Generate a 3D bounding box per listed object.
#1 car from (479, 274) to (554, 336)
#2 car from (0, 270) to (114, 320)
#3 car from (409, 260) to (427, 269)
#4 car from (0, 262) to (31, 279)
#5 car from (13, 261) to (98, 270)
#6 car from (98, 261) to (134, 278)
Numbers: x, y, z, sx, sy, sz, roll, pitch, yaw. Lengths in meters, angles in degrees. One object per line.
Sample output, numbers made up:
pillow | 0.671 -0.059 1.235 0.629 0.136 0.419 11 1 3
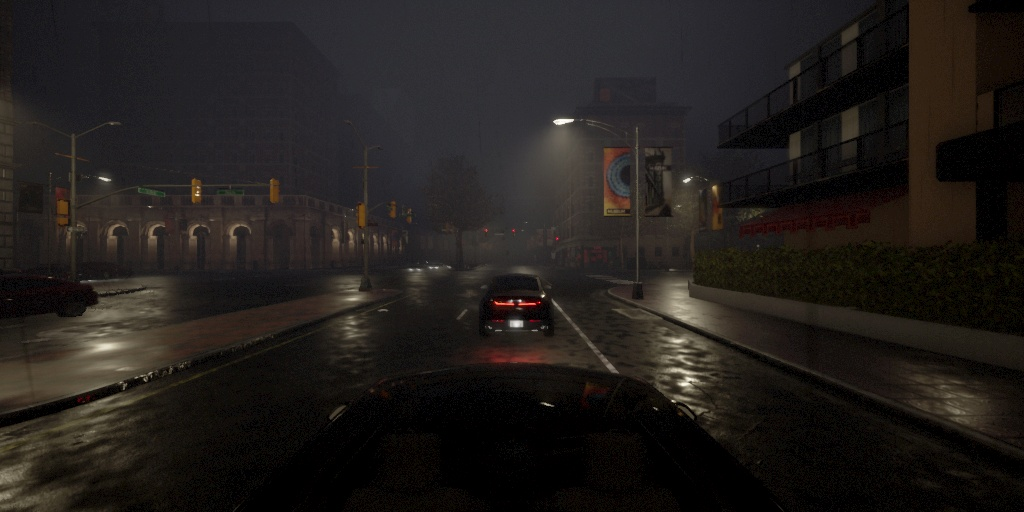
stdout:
car | 0.117 1.255 10.360 1.837 1.490 4.892 0 0 0
car | -14.964 1.275 10.242 1.812 1.442 4.674 0 0 0
car | -14.824 1.314 56.511 1.994 1.385 4.181 0 0 0
car | -47.094 1.276 32.479 4.674 1.442 1.812 0 0 1
car | -36.857 1.314 28.945 4.181 1.385 1.994 0 0 0
car | -37.257 1.228 32.445 5.008 1.535 1.882 0 0 0
